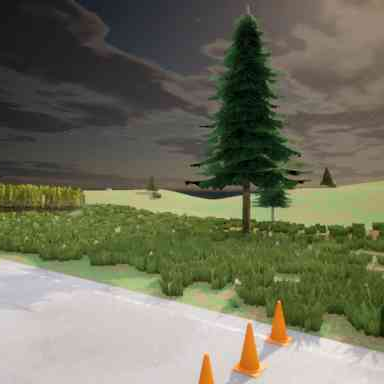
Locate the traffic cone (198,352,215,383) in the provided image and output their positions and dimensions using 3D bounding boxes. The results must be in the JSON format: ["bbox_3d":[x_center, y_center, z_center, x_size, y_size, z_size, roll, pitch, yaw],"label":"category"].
[{"bbox_3d":[0.150,1.955,3.427,0.340,0.580,0.340,0,0,36],"label":"traffic cone"}]

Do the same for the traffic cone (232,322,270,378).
[{"bbox_3d":[0.735,1.955,4.239,0.340,0.580,0.340,0,0,36],"label":"traffic cone"}]

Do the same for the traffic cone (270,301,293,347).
[{"bbox_3d":[1.320,1.955,5.050,0.340,0.580,0.340,0,0,36],"label":"traffic cone"}]
